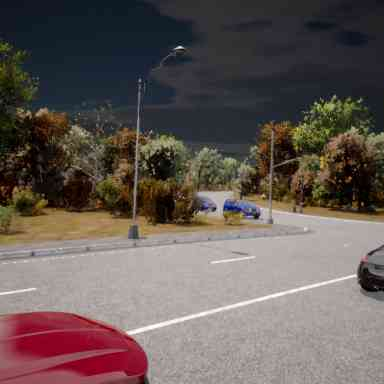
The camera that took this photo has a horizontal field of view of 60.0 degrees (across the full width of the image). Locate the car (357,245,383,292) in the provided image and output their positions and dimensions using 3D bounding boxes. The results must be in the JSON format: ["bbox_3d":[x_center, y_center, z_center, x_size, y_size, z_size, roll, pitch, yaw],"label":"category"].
[{"bbox_3d":[5.815,1.666,7.949,4.181,1.385,1.994,1,-1,-35],"label":"car"}]

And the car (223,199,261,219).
[{"bbox_3d":[5.447,1.849,37.170,2.150,2.045,5.566,3,-1,-22],"label":"car"}]

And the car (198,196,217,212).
[{"bbox_3d":[1.720,1.679,47.451,2.150,2.045,5.566,3,1,-18],"label":"car"}]

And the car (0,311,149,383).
[{"bbox_3d":[-2.610,1.478,1.881,5.008,1.535,1.882,0,0,-36],"label":"car"}]
